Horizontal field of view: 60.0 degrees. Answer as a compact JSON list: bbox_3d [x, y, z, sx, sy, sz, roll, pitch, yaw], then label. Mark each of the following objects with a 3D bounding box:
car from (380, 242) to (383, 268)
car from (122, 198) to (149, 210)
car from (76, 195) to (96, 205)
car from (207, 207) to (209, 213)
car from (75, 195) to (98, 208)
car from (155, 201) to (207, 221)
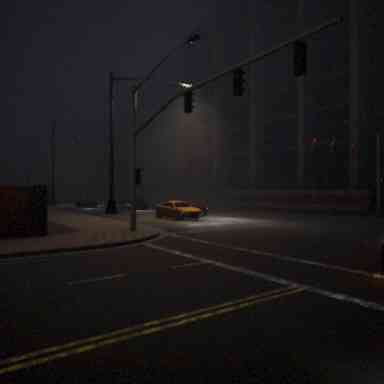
[{"bbox_3d":[7.283,1.568,10.245,1.994,1.385,4.181,0,0,41],"label":"car"},{"bbox_3d":[-7.295,1.511,42.307,1.837,1.490,4.892,0,0,-35],"label":"car"},{"bbox_3d":[-18.711,1.354,58.783,2.097,1.767,4.553,0,0,-35],"label":"car"},{"bbox_3d":[-0.373,1.606,32.410,1.895,1.301,4.718,0,0,-35],"label":"car"},{"bbox_3d":[-15.067,1.552,47.326,2.033,1.411,5.357,0,0,-35],"label":"car"},{"bbox_3d":[-1.218,1.482,27.538,1.882,1.535,5.008,0,0,-35],"label":"car"}]
